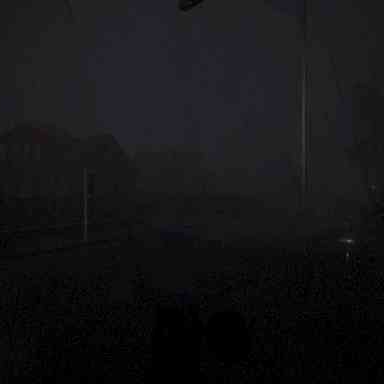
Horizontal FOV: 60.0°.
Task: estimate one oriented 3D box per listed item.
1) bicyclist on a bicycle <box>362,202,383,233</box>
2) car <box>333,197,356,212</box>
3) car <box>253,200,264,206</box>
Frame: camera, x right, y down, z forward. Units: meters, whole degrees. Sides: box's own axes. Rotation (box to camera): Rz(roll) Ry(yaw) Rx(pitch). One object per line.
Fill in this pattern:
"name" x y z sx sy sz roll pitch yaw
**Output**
"bicyclist on a bicycle" 9.638 1.349 17.023 1.656 1.620 0.582 0 0 31
"car" 17.989 1.352 39.148 2.097 1.767 4.553 0 0 32
"car" 7.350 1.356 46.532 5.357 1.415 2.033 0 0 34
